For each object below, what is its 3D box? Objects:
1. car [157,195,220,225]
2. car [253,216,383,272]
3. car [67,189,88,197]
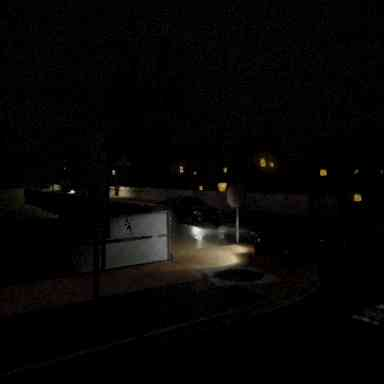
[{"bbox_3d":[-0.315,0.998,20.185,1.882,1.535,5.008,0,2,-35],"label":"car"},{"bbox_3d":[4.499,1.414,9.241,5.357,1.411,2.033,4,4,18],"label":"car"},{"bbox_3d":[-13.148,0.388,38.665,2.033,1.411,5.357,0,2,-35],"label":"car"}]
